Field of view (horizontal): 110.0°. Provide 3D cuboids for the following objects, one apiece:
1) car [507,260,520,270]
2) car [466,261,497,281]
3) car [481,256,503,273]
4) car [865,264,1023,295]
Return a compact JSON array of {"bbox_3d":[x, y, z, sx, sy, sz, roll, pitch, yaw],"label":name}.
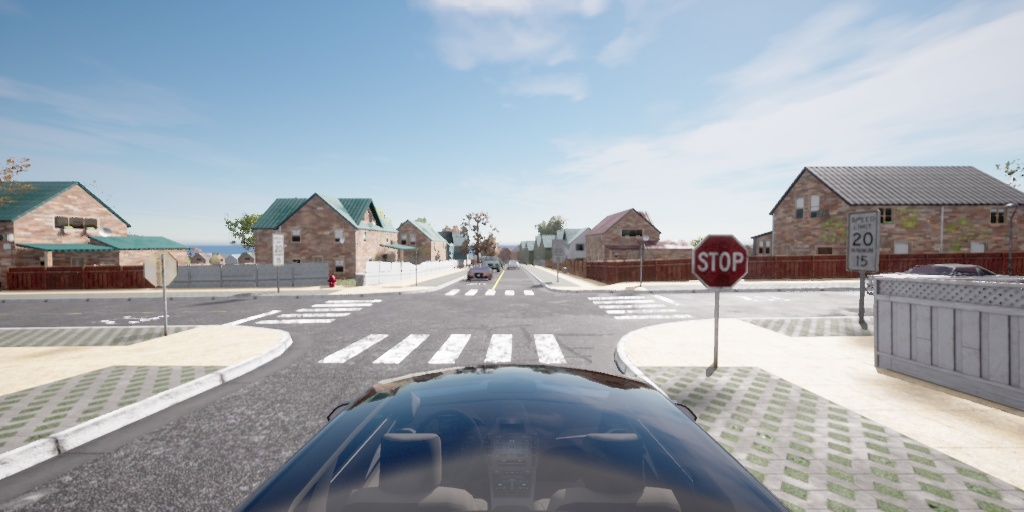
[{"bbox_3d":[0.252,1.439,57.205,1.812,1.442,4.674,0,0,0],"label":"car"},{"bbox_3d":[-2.603,1.347,29.920,1.994,1.385,4.181,0,0,0],"label":"car"},{"bbox_3d":[-2.598,1.060,44.921,2.150,2.045,5.566,0,0,0],"label":"car"},{"bbox_3d":[17.828,1.016,15.020,4.718,1.301,1.895,-1,2,1],"label":"car"}]
